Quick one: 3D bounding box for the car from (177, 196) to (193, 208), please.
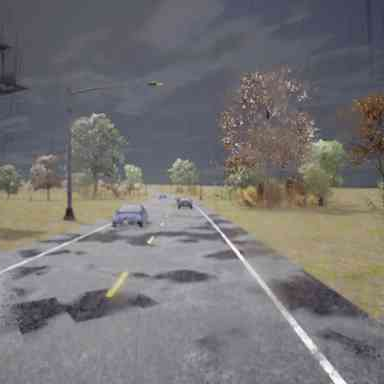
[{"bbox_3d":[-0.956,1.397,44.348,1.812,1.442,4.674,0,0,-3],"label":"car"}]

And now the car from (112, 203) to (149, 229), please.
[{"bbox_3d":[-3.871,1.474,21.512,1.812,1.442,4.674,0,0,-1],"label":"car"}]

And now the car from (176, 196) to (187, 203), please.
[{"bbox_3d":[-1.996,1.400,63.218,1.895,1.301,4.718,0,0,-4],"label":"car"}]
